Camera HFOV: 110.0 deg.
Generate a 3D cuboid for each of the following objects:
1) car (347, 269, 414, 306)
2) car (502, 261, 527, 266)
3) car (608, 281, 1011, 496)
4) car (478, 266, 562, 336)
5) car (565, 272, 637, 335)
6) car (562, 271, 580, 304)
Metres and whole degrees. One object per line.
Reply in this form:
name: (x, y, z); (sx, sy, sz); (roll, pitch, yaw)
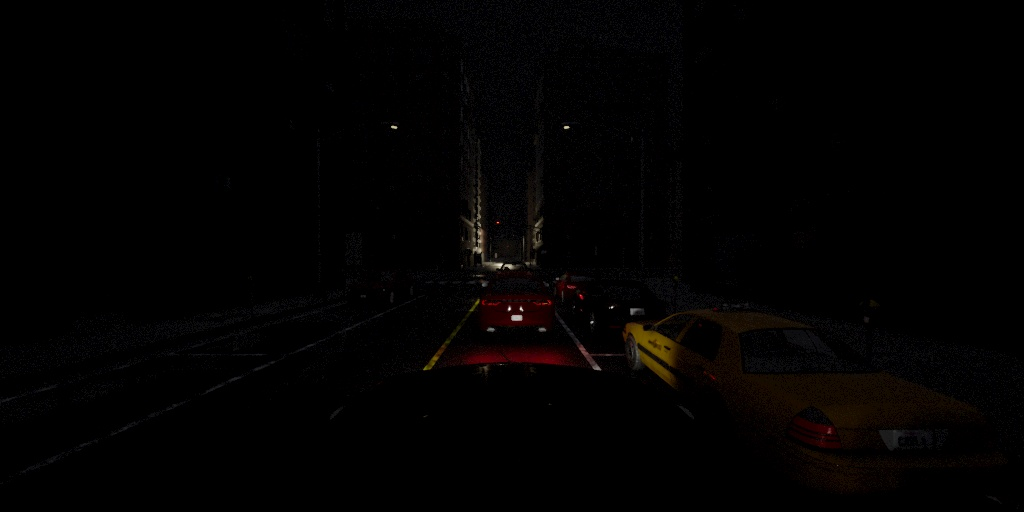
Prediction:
car: (-5.651, 1.291, 15.883); (1.888, 1.381, 4.507); (0, 0, 0)
car: (0.125, 1.096, 20.795); (2.097, 1.767, 4.553); (0, 0, 0)
car: (2.876, 1.274, 4.870); (1.751, 1.417, 4.829); (0, 0, 0)
car: (0.109, 1.225, 10.466); (1.882, 1.535, 5.008); (0, 0, 0)
car: (2.885, 1.313, 10.286); (1.948, 1.339, 4.313); (0, 0, 0)
car: (2.895, 1.327, 15.872); (1.802, 1.307, 4.207); (0, 0, 0)
